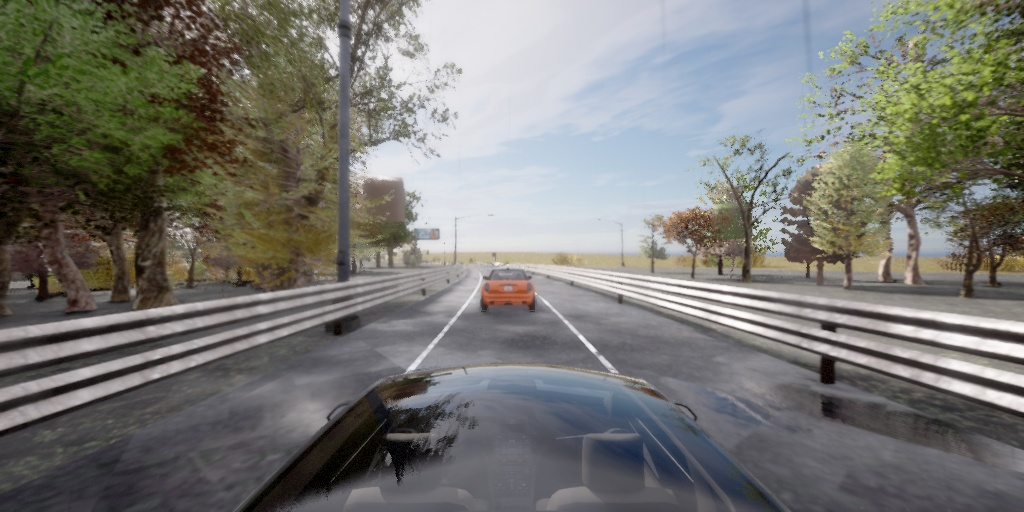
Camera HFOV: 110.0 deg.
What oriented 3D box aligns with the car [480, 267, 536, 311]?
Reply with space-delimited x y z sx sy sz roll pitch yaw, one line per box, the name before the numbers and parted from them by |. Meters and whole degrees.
car | -0.190 1.238 15.309 2.097 1.767 4.553 0 -1 -1
